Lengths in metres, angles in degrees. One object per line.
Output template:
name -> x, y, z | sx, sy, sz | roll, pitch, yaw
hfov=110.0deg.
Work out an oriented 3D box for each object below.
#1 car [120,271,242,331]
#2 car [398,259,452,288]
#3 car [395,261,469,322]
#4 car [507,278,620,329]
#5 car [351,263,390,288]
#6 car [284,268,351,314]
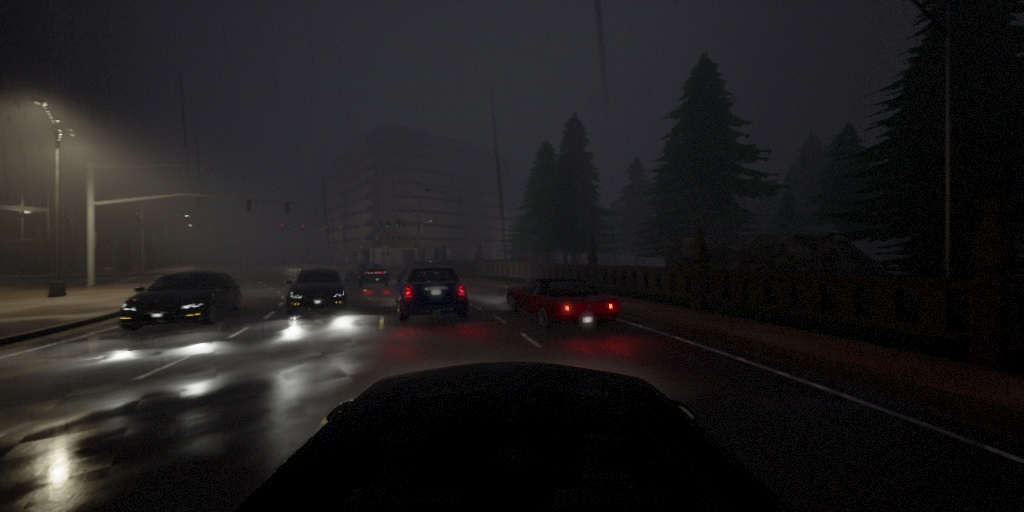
car -> -10.110, 1.256, 11.352 | 1.837, 1.490, 4.892 | 1, 0, -26
car -> -6.120, 1.094, 24.909 | 2.097, 1.767, 4.553 | 0, 0, -36
car -> -2.987, 1.099, 12.668 | 2.097, 1.767, 4.553 | 0, 0, -20
car -> 1.293, 1.345, 11.327 | 1.895, 1.301, 4.718 | 0, 0, -17
car -> -9.724, 1.236, 23.973 | 2.128, 1.511, 4.902 | 0, 0, -37
car -> -7.506, 1.253, 13.984 | 1.837, 1.490, 4.892 | 1, 0, -27
